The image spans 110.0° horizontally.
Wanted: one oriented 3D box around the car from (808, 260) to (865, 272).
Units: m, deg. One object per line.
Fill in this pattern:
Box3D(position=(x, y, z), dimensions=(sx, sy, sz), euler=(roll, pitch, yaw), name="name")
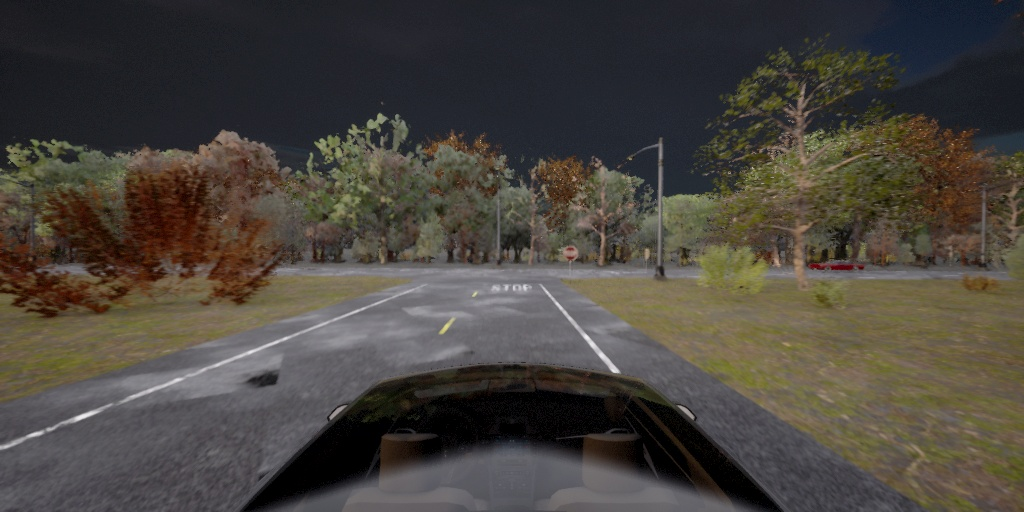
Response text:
Box3D(position=(34.972, 1.095, 38.778), dimensions=(4.718, 1.301, 1.895), euler=(0, 1, 0), name="car")
